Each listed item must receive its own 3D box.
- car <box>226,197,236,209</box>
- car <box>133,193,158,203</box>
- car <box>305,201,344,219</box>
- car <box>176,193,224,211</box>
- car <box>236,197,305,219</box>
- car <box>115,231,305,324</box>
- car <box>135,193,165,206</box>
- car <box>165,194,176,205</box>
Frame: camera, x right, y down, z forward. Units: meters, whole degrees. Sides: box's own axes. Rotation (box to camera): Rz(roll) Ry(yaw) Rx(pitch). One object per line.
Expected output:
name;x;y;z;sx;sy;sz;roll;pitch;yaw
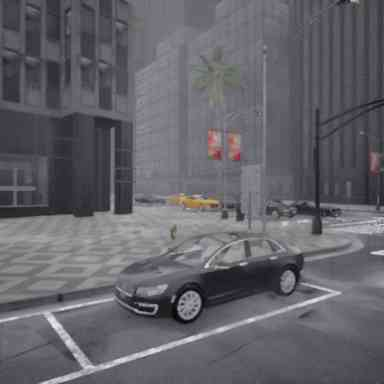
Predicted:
car;4.512;1.175;33.907;1.994;1.385;4.181;0;1;-35
car;-7.047;0.834;50.274;1.994;1.385;4.181;0;1;-35
car;9.598;1.367;26.743;1.895;1.301;4.718;0;1;-36
car;0.750;1.043;33.591;1.882;1.535;5.008;0;1;-35
car;6.040;1.232;26.129;1.837;1.490;4.892;0;1;-35
car;0.575;1.557;7.059;4.403;1.369;2.008;0;0;-36
car;-5.096;0.992;41.848;1.895;1.301;4.718;0;1;-35
car;-1.001;0.923;41.683;1.882;1.535;5.008;0;1;-35
